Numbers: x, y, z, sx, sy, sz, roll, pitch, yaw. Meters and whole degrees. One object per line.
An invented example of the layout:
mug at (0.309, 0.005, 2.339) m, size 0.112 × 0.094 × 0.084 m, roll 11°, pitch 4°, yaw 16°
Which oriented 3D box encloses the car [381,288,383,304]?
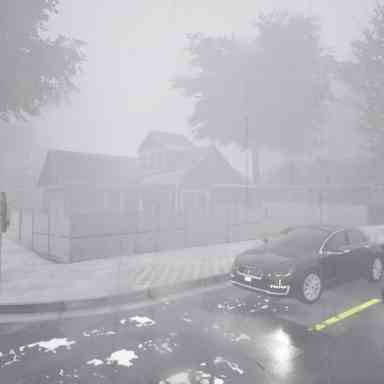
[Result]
car at (5.862, 1.618, 6.919) m, size 5.357 × 1.411 × 2.033 m, roll 1°, pitch -1°, yaw -39°

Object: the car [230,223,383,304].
car at (3.113, 1.591, 8.441) m, size 4.892 × 1.490 × 1.837 m, roll 1°, pitch -1°, yaw -37°
